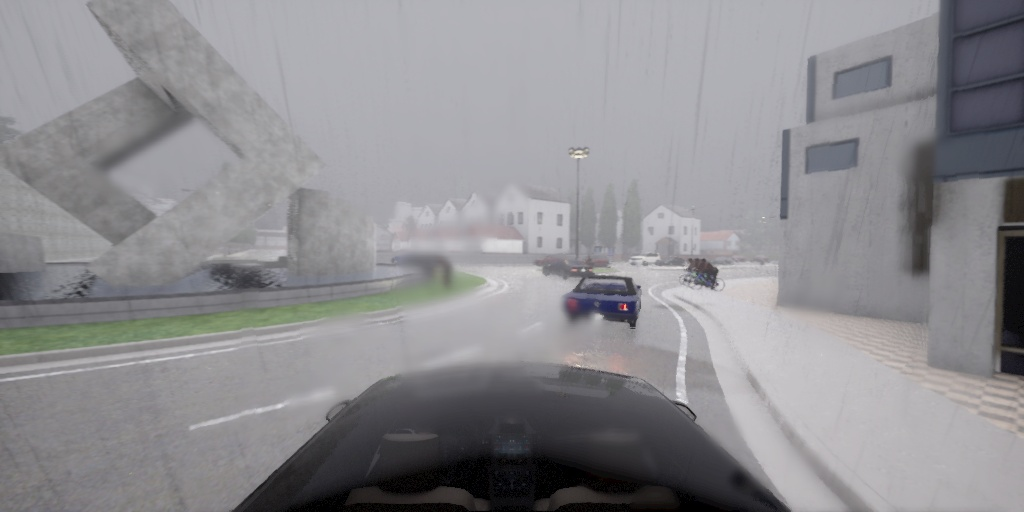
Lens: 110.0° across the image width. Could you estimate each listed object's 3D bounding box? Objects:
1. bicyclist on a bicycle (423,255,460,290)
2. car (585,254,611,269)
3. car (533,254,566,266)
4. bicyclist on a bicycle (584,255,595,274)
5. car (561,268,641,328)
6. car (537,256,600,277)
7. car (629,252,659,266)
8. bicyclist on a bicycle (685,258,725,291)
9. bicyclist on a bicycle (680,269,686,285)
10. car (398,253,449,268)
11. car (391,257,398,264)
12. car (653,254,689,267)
[{"bbox_3d":[-3.227,0.767,16.458,1.656,1.620,0.582,0,1,-5],"label":"bicyclist on a bicycle"},{"bbox_3d":[9.493,0.599,42.669,4.553,1.767,2.097,0,1,-28],"label":"car"},{"bbox_3d":[4.908,0.499,44.349,4.553,1.767,2.097,0,1,-25],"label":"car"},{"bbox_3d":[6.744,0.768,31.404,0.582,1.620,1.656,0,10,-32],"label":"bicyclist on a bicycle"},{"bbox_3d":[2.978,1.248,11.104,1.895,1.301,4.718,1,1,21],"label":"car"},{"bbox_3d":[4.055,0.962,26.769,2.033,1.411,5.357,1,1,-18],"label":"car"},{"bbox_3d":[19.915,0.461,53.533,5.566,2.045,2.150,1,1,-35],"label":"car"},{"bbox_3d":[9.820,0.948,18.083,1.656,1.620,0.582,1,1,25],"label":"bicyclist on a bicycle"},{"bbox_3d":[10.096,0.933,19.259,1.656,1.620,0.582,1,1,31],"label":"bicyclist on a bicycle"},{"bbox_3d":[-9.212,0.526,38.248,4.892,1.490,1.837,1,2,7],"label":"car"},{"bbox_3d":[-11.684,0.398,42.088,5.008,1.535,1.882,1,1,9],"label":"car"},{"bbox_3d":[22.839,0.824,51.347,4.892,1.490,1.837,1,1,-35],"label":"car"}]
